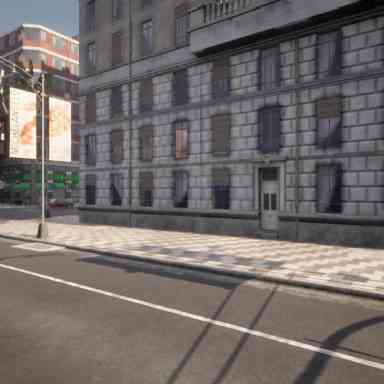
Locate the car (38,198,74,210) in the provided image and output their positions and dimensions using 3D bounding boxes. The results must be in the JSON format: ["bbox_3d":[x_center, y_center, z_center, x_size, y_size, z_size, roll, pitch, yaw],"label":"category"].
[{"bbox_3d":[-18.094,1.526,44.427,1.812,1.442,4.674,0,0,36],"label":"car"}]
